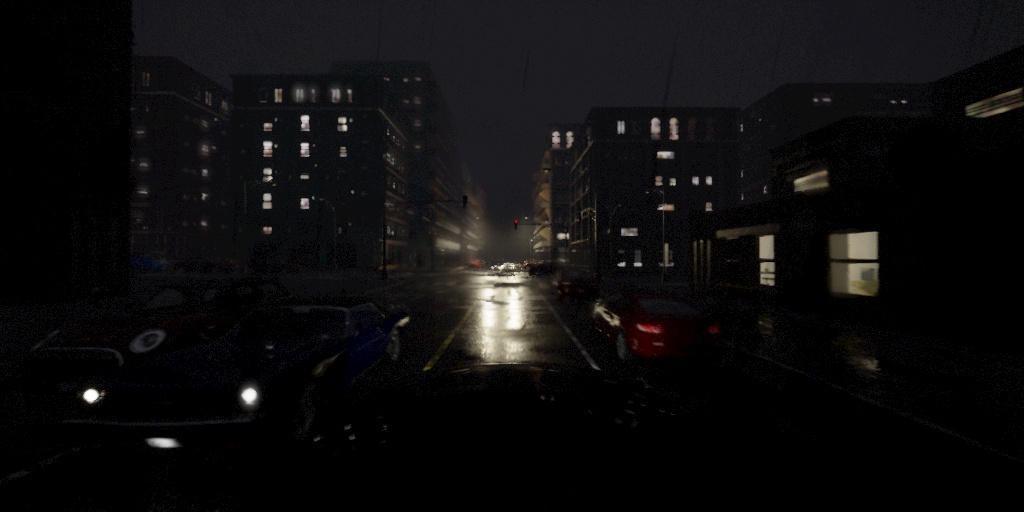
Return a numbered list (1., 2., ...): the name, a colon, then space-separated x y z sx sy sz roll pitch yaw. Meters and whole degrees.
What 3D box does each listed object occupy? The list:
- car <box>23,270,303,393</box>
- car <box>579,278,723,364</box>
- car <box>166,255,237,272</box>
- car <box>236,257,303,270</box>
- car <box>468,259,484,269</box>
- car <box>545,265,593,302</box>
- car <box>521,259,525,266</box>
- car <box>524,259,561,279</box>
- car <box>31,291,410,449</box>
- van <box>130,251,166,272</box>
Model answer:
1. car: -5.820 1.187 6.690 1.967 1.591 4.097 0 0 0
2. car: 2.820 1.329 7.791 1.802 1.307 4.207 0 0 0
3. car: -25.694 0.791 30.131 4.507 1.381 1.888 0 0 -1
4. car: -20.013 0.898 30.108 4.507 1.381 1.888 0 0 -1
5. car: -5.786 1.280 55.485 1.888 1.381 4.507 0 0 0
6. car: 2.818 1.288 16.793 1.888 1.381 4.507 0 0 0
7. car: 2.797 1.175 54.264 1.967 1.591 4.097 0 0 0
8. car: 3.940 1.320 33.105 5.008 1.535 1.882 1 0 -1
9. car: -3.099 1.349 5.393 1.895 1.301 4.718 0 0 0
10. van: -31.380 0.480 30.078 3.998 1.789 1.690 0 0 -1
